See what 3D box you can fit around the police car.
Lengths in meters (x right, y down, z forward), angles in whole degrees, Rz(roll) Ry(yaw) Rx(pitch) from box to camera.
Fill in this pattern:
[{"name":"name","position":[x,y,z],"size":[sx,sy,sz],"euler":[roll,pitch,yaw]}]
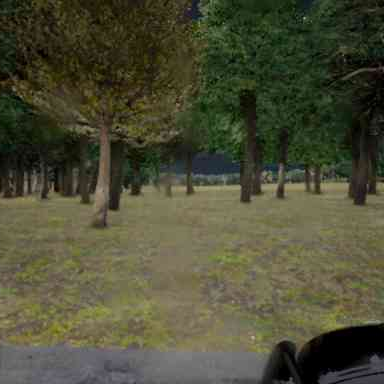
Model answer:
[{"name":"police car","position":[3.157,1.424,2.264],"size":[5.238,1.638,1.930],"euler":[0,0,3]}]
